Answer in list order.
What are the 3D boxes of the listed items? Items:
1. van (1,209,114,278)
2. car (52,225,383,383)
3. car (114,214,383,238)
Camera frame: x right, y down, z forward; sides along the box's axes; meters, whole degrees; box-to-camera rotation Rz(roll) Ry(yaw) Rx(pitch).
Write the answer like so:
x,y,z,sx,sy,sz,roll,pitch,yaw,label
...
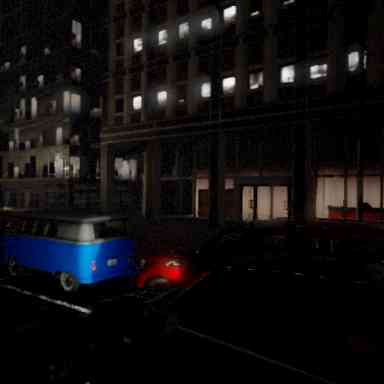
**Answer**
x,y,z,sx,sy,sz,roll,pitch,yaw,label
-3.378,1.390,8.759,3.998,1.788,1.690,0,0,34,van
0.767,1.383,3.122,4.553,1.767,2.097,0,-1,43,car
1.306,1.367,5.540,5.009,1.841,2.192,0,0,35,car
